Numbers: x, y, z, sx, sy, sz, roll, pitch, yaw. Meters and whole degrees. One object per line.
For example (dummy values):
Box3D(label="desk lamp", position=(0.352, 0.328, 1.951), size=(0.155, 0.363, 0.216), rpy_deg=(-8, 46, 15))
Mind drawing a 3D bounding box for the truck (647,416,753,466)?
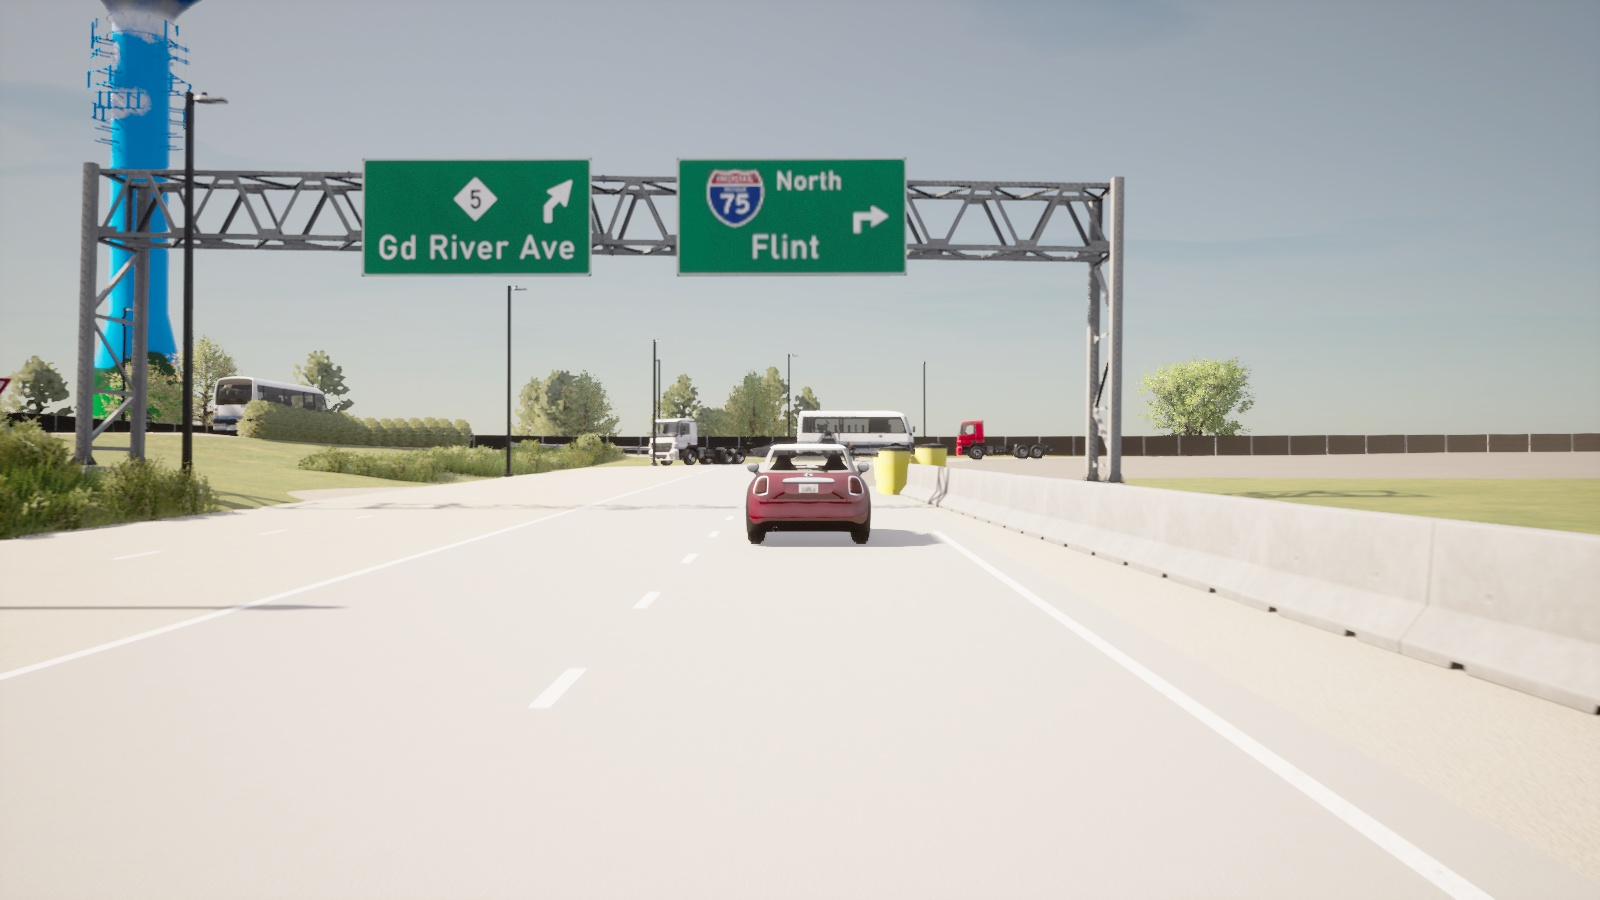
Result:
Box3D(label="truck", position=(-7.192, -0.626, 91.313), size=(2.891, 3.462, 7.936), rpy_deg=(-1, 0, 41))

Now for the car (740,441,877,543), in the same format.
Box3D(label="car", position=(0.131, 0.597, 20.007), size=(1.970, 1.475, 3.806), rpy_deg=(0, 0, 0))
